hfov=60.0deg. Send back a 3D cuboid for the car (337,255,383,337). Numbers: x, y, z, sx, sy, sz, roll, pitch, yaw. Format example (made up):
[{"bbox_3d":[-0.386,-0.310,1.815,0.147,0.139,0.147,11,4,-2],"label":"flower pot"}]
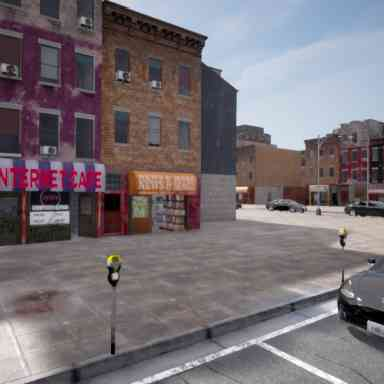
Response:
[{"bbox_3d":[4.409,1.567,5.943,4.313,1.339,1.947,0,0,-35],"label":"car"}]

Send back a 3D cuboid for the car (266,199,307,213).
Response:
[{"bbox_3d":[10.359,1.547,36.706,2.128,1.511,4.902,1,0,-35],"label":"car"}]

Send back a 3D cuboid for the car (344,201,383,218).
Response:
[{"bbox_3d":[15.843,1.542,28.975,1.837,1.490,4.892,1,0,-35],"label":"car"}]

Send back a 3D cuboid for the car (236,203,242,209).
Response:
[{"bbox_3d":[4.360,1.624,45.151,2.033,1.411,5.357,1,0,-36],"label":"car"}]
